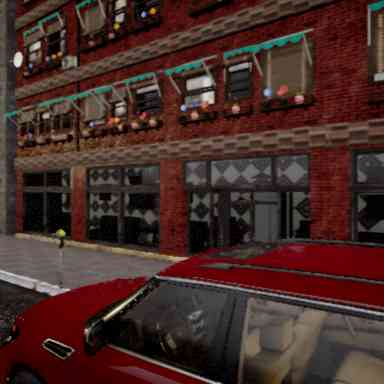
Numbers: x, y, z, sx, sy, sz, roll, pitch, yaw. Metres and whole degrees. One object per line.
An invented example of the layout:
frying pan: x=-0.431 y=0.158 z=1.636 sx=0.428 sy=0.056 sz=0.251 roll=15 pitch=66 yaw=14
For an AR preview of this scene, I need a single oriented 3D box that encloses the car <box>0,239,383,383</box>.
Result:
car: x=0.584 y=1.315 z=2.456 sx=5.009 sy=1.841 sz=2.192 roll=0 pitch=0 yaw=36
